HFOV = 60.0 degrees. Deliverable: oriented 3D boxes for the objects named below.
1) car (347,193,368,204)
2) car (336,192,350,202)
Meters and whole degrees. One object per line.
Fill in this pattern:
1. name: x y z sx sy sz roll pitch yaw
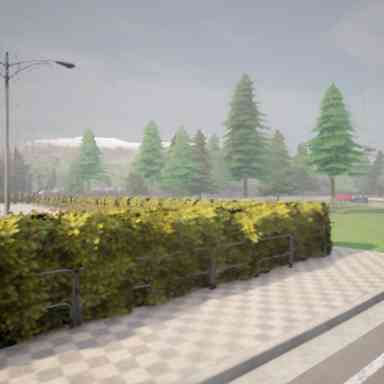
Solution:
1. car: 32.674 1.482 64.763 2.128 1.511 4.902 0 0 9
2. car: 34.267 1.123 75.027 2.150 2.045 5.566 0 0 9
